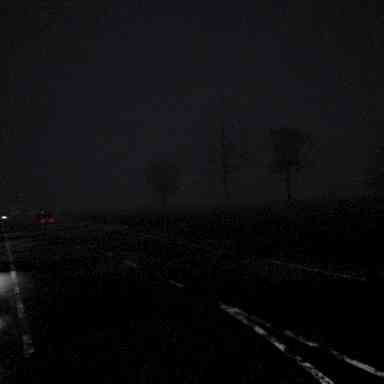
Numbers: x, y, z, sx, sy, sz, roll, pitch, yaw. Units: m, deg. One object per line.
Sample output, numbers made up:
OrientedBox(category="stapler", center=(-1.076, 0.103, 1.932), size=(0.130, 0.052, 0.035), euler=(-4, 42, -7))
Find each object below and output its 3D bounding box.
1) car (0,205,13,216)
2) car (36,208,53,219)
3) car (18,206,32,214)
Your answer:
OrientedBox(category="car", center=(-38.485, 3.958, 67.558), size=(2.150, 2.045, 5.566), euler=(-3, 0, -23))
OrientedBox(category="car", center=(-21.695, 3.099, 48.850), size=(2.128, 1.511, 4.902), euler=(-3, 0, -30))
OrientedBox(category="car", center=(-41.153, 4.339, 82.596), size=(2.097, 1.767, 4.553), euler=(-3, 0, -30))
